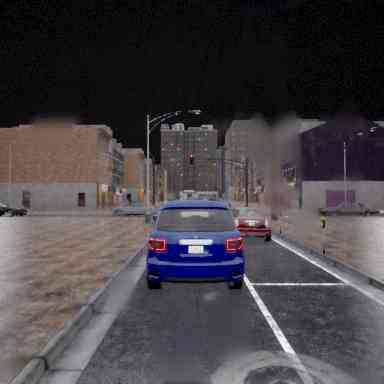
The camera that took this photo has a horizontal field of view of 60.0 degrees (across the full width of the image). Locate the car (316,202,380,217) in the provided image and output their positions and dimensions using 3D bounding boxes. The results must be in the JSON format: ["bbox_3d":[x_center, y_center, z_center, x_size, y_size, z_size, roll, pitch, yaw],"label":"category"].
[{"bbox_3d":[14.755,1.621,31.607,5.357,1.411,2.033,0,-2,3],"label":"car"}]

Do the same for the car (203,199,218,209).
[{"bbox_3d":[2.719,1.717,49.012,1.947,1.339,4.313,1,0,0],"label":"car"}]

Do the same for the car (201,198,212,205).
[{"bbox_3d":[2.741,1.846,65.324,1.947,1.339,4.313,1,-1,0],"label":"car"}]

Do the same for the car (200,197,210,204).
[{"bbox_3d":[2.749,1.858,70.932,1.752,1.417,4.829,1,-1,0],"label":"car"}]

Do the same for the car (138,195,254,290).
[{"bbox_3d":[0.053,1.230,9.228,2.150,2.045,5.566,0,0,-1],"label":"car"}]

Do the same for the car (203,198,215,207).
[{"bbox_3d":[2.728,1.716,54.619,1.752,1.417,4.829,1,0,0],"label":"car"}]

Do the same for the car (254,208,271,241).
[{"bbox_3d":[2.683,1.462,16.829,1.967,1.590,4.097,2,0,0],"label":"car"}]

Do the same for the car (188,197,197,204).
[{"bbox_3d":[0.100,1.889,74.252,2.128,1.511,4.902,0,-1,0],"label":"car"}]

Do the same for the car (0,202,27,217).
[{"bbox_3d":[-17.030,1.537,28.938,5.008,1.535,1.882,0,-2,0],"label":"car"}]

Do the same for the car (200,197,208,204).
[{"bbox_3d":[2.756,1.911,76.369,1.752,1.417,4.829,1,-1,0],"label":"car"}]

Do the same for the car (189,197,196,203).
[{"bbox_3d":[0.113,1.970,84.401,1.837,1.490,4.892,0,-1,0],"label":"car"}]

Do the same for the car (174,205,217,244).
[{"bbox_3d":[0.118,1.500,17.015,1.882,1.535,5.008,0,0,-1],"label":"car"}]

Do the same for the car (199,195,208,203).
[{"bbox_3d":[2.768,1.755,81.640,2.192,1.841,5.009,1,-1,0],"label":"car"}]

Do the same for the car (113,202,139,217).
[{"bbox_3d":[-4.670,1.561,28.840,4.181,1.385,1.994,0,-2,1],"label":"car"}]

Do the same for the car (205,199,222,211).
[{"bbox_3d":[2.713,1.684,43.576,1.947,1.339,4.313,1,0,0],"label":"car"}]
